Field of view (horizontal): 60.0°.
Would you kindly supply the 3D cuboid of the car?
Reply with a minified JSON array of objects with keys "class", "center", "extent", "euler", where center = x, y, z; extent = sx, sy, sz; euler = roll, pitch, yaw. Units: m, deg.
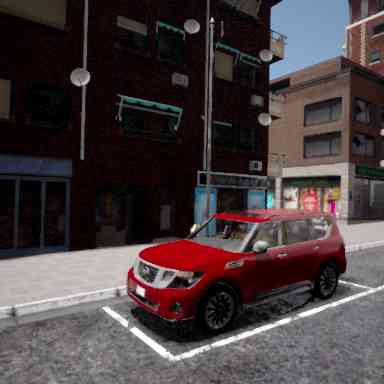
[{"class":"car","center":[1.210,1.318,6.927],"extent":[5.009,1.841,2.192],"euler":[0,2,-35]}]
